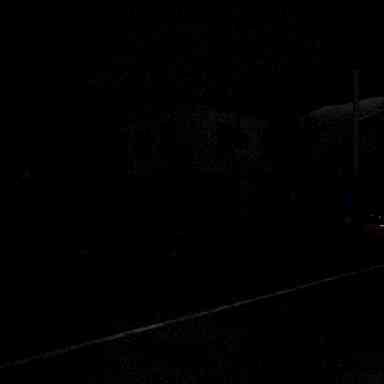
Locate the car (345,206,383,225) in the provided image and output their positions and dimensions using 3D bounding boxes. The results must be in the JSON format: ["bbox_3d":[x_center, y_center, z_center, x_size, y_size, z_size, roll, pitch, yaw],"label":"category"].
[{"bbox_3d":[11.411,1.545,24.039,1.994,1.385,4.181,0,0,-41],"label":"car"}]
